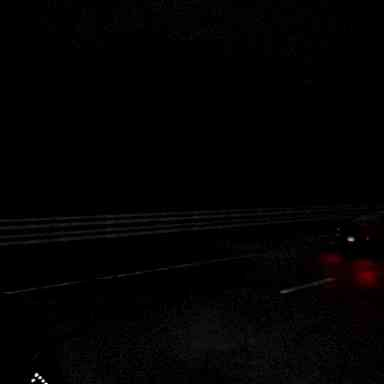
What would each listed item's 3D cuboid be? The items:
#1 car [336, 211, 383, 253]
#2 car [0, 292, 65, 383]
[{"bbox_3d":[7.715,1.515,13.551,4.674,1.442,1.812,-1,1,-35],"label":"car"},{"bbox_3d":[-3.441,1.221,1.304,5.566,2.045,2.150,0,0,-36],"label":"car"}]
